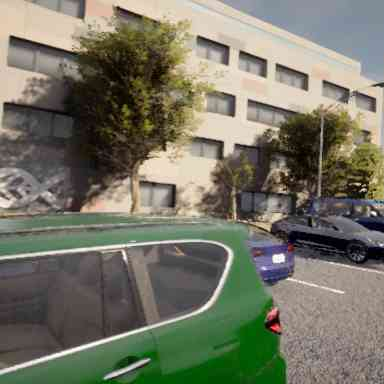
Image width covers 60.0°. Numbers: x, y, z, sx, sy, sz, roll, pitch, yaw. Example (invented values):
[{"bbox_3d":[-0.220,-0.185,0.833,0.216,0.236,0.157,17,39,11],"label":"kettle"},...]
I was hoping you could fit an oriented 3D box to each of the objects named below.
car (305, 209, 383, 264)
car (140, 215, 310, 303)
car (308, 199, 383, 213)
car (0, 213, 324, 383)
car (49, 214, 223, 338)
[{"bbox_3d":[5.187,1.594,12.633,2.163,1.488,4.792,1,0,-36],"label":"car"},{"bbox_3d":[0.605,1.553,9.435,2.163,1.488,4.792,1,0,-36],"label":"car"},{"bbox_3d":[7.463,1.334,14.257,2.435,2.045,5.566,1,0,-36],"label":"car"},{"bbox_3d":[-1.789,1.219,2.102,5.566,2.045,2.150,0,0,-35],"label":"car"},{"bbox_3d":[-1.760,1.500,7.940,1.946,1.575,5.366,1,0,-36],"label":"car"}]
